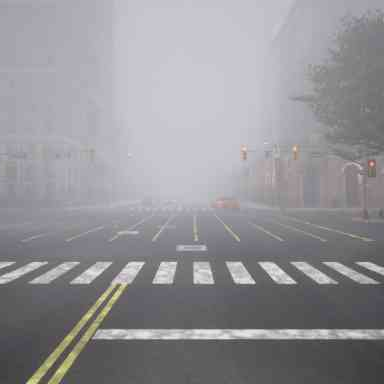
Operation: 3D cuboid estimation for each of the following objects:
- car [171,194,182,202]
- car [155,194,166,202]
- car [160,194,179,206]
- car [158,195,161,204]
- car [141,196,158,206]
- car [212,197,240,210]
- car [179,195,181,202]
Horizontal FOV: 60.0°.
[{"bbox_3d":[-3.493,1.355,75.053,2.097,1.767,4.553,0,0,0],"label":"car"},{"bbox_3d":[-6.995,1.355,74.800,2.097,1.767,4.553,0,0,0],"label":"car"},{"bbox_3d":[-3.683,1.478,55.423,1.882,1.535,5.008,0,0,0],"label":"car"},{"bbox_3d":[-7.130,1.478,64.526,1.882,1.535,5.008,0,0,1],"label":"car"},{"bbox_3d":[-7.183,1.505,55.182,1.837,1.490,4.892,0,0,0],"label":"car"},{"bbox_3d":[4.182,1.352,41.990,2.097,1.767,4.553,0,0,-20],"label":"car"},{"bbox_3d":[-3.619,1.601,65.098,1.895,1.301,4.718,0,0,1],"label":"car"}]
